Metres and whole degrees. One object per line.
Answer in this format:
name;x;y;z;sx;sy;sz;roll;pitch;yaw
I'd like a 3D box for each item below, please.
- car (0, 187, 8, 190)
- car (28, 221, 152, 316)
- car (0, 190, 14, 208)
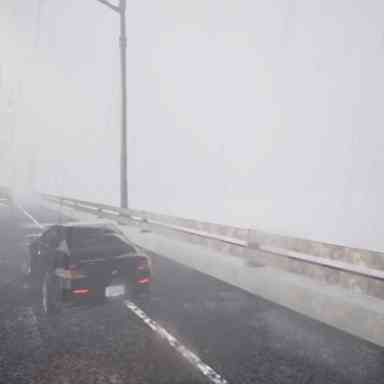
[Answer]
car;-24.154;0.357;41.942;2.150;2.045;5.566;-1;1;-30
car;-2.405;1.362;7.243;1.812;1.442;4.674;-1;2;-31
car;-18.984;0.813;33.145;1.837;1.490;4.892;-1;1;-30
